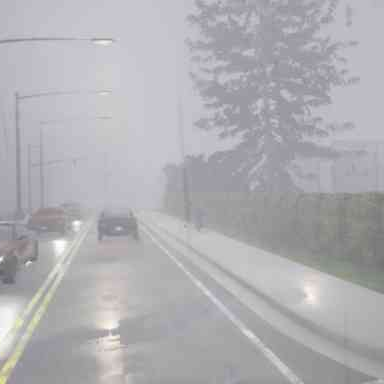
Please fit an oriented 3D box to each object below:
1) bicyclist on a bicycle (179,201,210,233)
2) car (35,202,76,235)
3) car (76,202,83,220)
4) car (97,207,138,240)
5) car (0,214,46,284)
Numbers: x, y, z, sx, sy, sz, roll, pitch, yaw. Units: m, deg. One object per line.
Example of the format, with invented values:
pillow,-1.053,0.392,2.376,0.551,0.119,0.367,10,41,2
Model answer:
bicyclist on a bicycle,0.128,1.278,16.847,1.656,1.620,0.582,-1,0,-14
car,-8.301,1.601,19.697,1.882,1.535,5.008,-1,0,-14
car,-10.822,1.660,29.778,1.837,1.490,4.892,-1,0,-14
car,-3.927,1.525,17.449,1.882,1.535,5.008,-1,0,-14
car,-5.769,1.616,9.737,1.812,1.442,4.674,-1,0,-15
